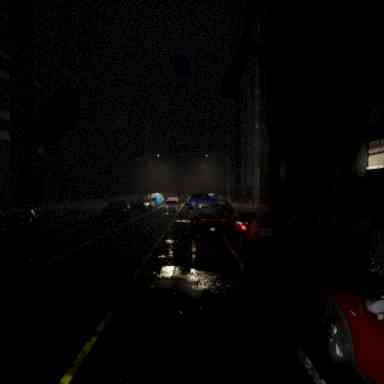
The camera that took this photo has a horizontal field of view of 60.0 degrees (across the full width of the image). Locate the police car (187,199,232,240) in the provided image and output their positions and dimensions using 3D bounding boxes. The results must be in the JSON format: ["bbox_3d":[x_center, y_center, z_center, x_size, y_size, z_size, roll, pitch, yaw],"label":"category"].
[{"bbox_3d":[0.853,1.371,16.797,1.930,1.638,5.238,0,0,-1],"label":"police car"}]

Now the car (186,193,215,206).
[{"bbox_3d":[0.719,1.116,32.703,2.150,2.045,5.566,0,0,-1],"label":"car"}]

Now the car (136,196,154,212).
[{"bbox_3d":[-5.745,1.432,36.873,2.008,1.369,4.403,0,0,0],"label":"car"}]

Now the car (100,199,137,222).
[{"bbox_3d":[-5.751,1.483,25.592,1.947,1.339,4.313,0,0,0],"label":"car"}]

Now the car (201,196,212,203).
[{"bbox_3d":[2.795,1.372,65.076,1.802,1.307,4.206,0,0,0],"label":"car"}]

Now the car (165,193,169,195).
[{"bbox_3d":[-5.733,1.248,59.435,1.967,1.590,4.097,0,0,0],"label":"car"}]

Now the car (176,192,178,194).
[{"bbox_3d":[-5.714,1.241,93.281,1.887,1.381,4.507,0,0,0],"label":"car"}]

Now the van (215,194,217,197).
[{"bbox_3d":[2.785,1.186,48.154,1.690,1.788,3.998,0,0,0],"label":"van"}]

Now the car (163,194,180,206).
[{"bbox_3d":[-3.006,1.432,52.341,1.895,1.301,4.718,0,0,1],"label":"car"}]

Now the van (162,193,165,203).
[{"bbox_3d":[-5.737,1.168,53.794,1.690,1.788,3.998,0,0,0],"label":"van"}]

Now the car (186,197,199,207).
[{"bbox_3d":[0.030,1.439,50.156,1.895,1.301,4.718,0,0,0],"label":"car"}]

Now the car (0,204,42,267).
[{"bbox_3d":[-5.762,1.287,8.668,2.192,1.841,5.009,0,0,0],"label":"car"}]

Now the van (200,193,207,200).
[{"bbox_3d":[2.804,1.075,81.998,1.690,1.788,3.998,0,0,0],"label":"van"}]

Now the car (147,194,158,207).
[{"bbox_3d":[-5.742,1.389,42.344,1.752,1.417,4.829,0,0,0],"label":"car"}]

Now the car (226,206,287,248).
[{"bbox_3d":[2.768,1.520,14.310,1.947,1.339,4.313,0,0,0],"label":"car"}]

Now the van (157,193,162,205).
[{"bbox_3d":[-5.740,1.186,48.154,1.690,1.788,3.998,0,0,0],"label":"van"}]

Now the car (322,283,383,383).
[{"bbox_3d":[2.761,1.430,3.029,1.967,1.590,4.097,0,0,0],"label":"car"}]

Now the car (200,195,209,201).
[{"bbox_3d":[2.802,1.318,76.358,1.947,1.339,4.313,0,0,0],"label":"car"}]

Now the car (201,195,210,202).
[{"bbox_3d":[2.799,1.353,70.717,1.802,1.307,4.206,0,0,0],"label":"car"}]

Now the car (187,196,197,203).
[{"bbox_3d":[0.036,1.391,65.203,1.895,1.301,4.718,0,0,0],"label":"car"}]
